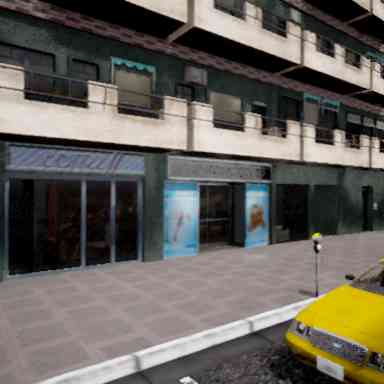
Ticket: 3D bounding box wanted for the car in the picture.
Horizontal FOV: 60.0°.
[{"bbox_3d":[3.401,1.519,4.865,4.829,1.417,1.752,0,0,-35],"label":"car"}]
